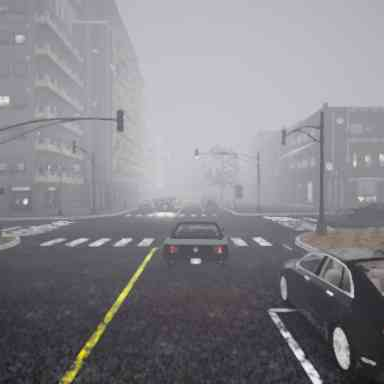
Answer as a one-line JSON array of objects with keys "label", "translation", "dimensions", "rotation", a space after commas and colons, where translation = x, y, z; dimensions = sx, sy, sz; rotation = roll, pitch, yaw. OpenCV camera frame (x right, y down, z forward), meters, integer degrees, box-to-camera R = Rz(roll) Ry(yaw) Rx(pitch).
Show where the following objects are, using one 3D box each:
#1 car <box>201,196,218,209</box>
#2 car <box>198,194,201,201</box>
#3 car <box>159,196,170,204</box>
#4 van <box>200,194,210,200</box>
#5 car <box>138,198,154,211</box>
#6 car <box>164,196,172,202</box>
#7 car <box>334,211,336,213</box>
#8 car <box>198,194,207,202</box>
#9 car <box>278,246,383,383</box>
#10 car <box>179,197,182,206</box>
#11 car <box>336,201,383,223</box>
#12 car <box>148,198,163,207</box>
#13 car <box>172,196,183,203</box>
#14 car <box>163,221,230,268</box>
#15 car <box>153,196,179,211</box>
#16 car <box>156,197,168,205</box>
[{"label": "car", "translation": [2.651, 1.658, 47.384], "dimensions": [1.947, 1.339, 4.313], "rotation": [0, 0, 0]}, {"label": "car", "translation": [2.637, 1.560, 63.985], "dimensions": [1.967, 1.590, 4.097], "rotation": [0, 0, 0]}, {"label": "car", "translation": [-5.749, 1.568, 69.518], "dimensions": [1.967, 1.590, 4.097], "rotation": [0, 0, 0]}, {"label": "van", "translation": [2.644, 1.442, 52.917], "dimensions": [1.690, 1.788, 3.998], "rotation": [0, 0, 0]}, {"label": "car", "translation": [-5.726, 1.633, 41.851], "dimensions": [2.008, 1.369, 4.403], "rotation": [0, 0, 0]}, {"label": "car", "translation": [-5.756, 1.727, 80.585], "dimensions": [1.802, 1.307, 4.206], "rotation": [0, 0, 0]}, {"label": "car", "translation": [13.729, 1.389, 25.930], "dimensions": [4.718, 1.301, 1.895], "rotation": [-1, 0, -1]}, {"label": "car", "translation": [2.618, 1.468, 86.119], "dimensions": [2.192, 1.841, 5.009], "rotation": [0, 0, 0]}, {"label": "car", "translation": [2.651, 1.563, 5.376], "dimensions": [2.008, 1.369, 4.403], "rotation": [0, 0, 0]}, {"label": "car", "translation": [-3.108, 1.456, 54.808], "dimensions": [2.097, 1.767, 4.553], "rotation": [0, 0, 0]}, {"label": "car", "translation": [13.308, 1.362, 23.040], "dimensions": [5.357, 1.411, 2.033], "rotation": [-1, 0, 3]}, {"label": "car", "translation": [-5.734, 1.646, 52.918], "dimensions": [1.887, 1.381, 4.507], "rotation": [0, 0, 0]}, {"label": "car", "translation": [-3.057, 1.669, 70.605], "dimensions": [1.994, 1.385, 4.181], "rotation": [0, 0, 0]}, {"label": "car", "translation": [0.212, 1.625, 11.382], "dimensions": [1.895, 1.301, 4.718], "rotation": [0, 0, 3]}, {"label": "car", "translation": [-3.123, 1.571, 41.119], "dimensions": [2.128, 1.511, 4.902], "rotation": [0, 0, 0]}, {"label": "car", "translation": [-5.743, 1.701, 63.985], "dimensions": [1.802, 1.307, 4.206], "rotation": [0, 0, 0]}]
